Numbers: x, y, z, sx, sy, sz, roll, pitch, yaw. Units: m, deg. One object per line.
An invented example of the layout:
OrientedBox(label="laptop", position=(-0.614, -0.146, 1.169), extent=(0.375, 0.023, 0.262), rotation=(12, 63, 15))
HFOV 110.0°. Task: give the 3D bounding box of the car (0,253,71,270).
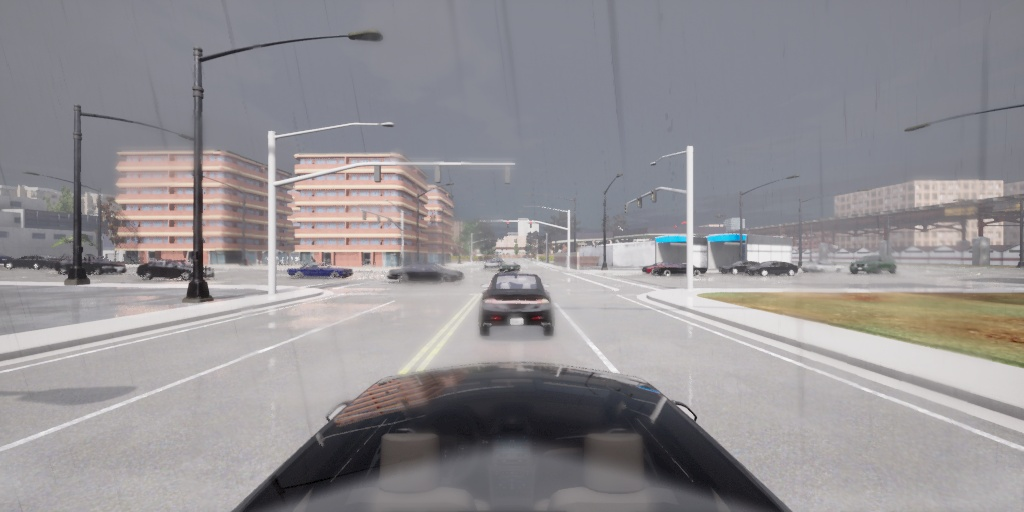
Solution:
OrientedBox(label="car", position=(-50.395, 0.628, 37.891), extent=(4.892, 1.490, 1.837), rotation=(1, 0, 2))

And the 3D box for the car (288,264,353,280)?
OrientedBox(label="car", position=(-15.861, 1.275, 29.911), extent=(4.718, 1.301, 1.895), rotation=(1, 0, 1))

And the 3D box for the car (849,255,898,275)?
OrientedBox(label="car", position=(39.357, 0.968, 38.991), extent=(5.566, 2.045, 2.150), rotation=(0, 0, -23))

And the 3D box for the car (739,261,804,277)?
OrientedBox(label="car", position=(25.897, 1.255, 35.838), extent=(4.892, 1.490, 1.837), rotation=(0, 0, -5))

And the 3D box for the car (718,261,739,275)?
OrientedBox(label="car", position=(25.201, 1.255, 39.290), extent=(4.892, 1.490, 1.837), rotation=(0, 0, -5))

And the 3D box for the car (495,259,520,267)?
OrientedBox(label="car", position=(-0.228, 1.328, 41.864), extent=(1.895, 1.301, 4.718), rotation=(0, 0, 10))

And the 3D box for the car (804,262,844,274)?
OrientedBox(label="car", position=(35.745, 1.351, 41.345), extent=(4.718, 1.301, 1.895), rotation=(0, 0, -20))

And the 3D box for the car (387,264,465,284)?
OrientedBox(label="car", position=(-6.200, 1.255, 26.006), extent=(5.357, 1.411, 2.033), rotation=(0, 0, 4))

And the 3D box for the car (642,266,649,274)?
OrientedBox(label="car", position=(16.456, 1.314, 39.209), extent=(4.181, 1.385, 1.994), rotation=(0, 0, 1))

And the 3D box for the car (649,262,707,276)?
OrientedBox(label="car", position=(16.619, 1.351, 35.681), extent=(4.718, 1.301, 1.895), rotation=(0, 0, 0))

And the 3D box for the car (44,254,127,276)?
OrientedBox(label="car", position=(-35.623, 0.878, 30.383), extent=(4.902, 1.511, 2.128), rotation=(1, 0, 1))

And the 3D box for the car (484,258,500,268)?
OrientedBox(label="car", position=(-3.347, 1.351, 55.931), extent=(1.895, 1.301, 4.718), rotation=(0, 0, 0))

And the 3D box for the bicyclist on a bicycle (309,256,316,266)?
OrientedBox(label="bicyclist on a bicycle", position=(-25.949, 0.844, 46.637), extent=(0.582, 1.620, 1.656), rotation=(1, 0, 1))

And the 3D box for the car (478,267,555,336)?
OrientedBox(label="car", position=(0.117, 1.242, 10.365), extent=(2.128, 1.511, 4.902), rotation=(0, 0, 0))

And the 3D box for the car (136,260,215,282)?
OrientedBox(label="car", position=(-24.871, 1.058, 26.616), extent=(4.902, 1.511, 2.128), rotation=(1, 0, 1))
